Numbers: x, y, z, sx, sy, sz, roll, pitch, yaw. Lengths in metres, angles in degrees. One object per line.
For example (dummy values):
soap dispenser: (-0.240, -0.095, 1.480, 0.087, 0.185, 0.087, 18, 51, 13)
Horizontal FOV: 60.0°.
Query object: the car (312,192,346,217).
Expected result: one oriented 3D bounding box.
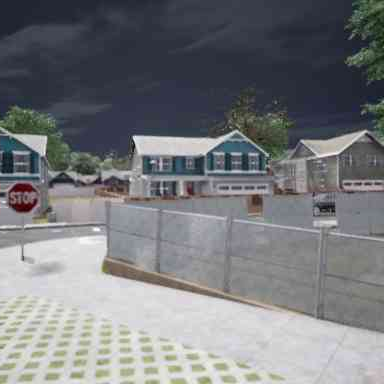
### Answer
car: (8.891, 0.790, 22.122, 4.892, 1.490, 1.837, -2, 0, -17)
